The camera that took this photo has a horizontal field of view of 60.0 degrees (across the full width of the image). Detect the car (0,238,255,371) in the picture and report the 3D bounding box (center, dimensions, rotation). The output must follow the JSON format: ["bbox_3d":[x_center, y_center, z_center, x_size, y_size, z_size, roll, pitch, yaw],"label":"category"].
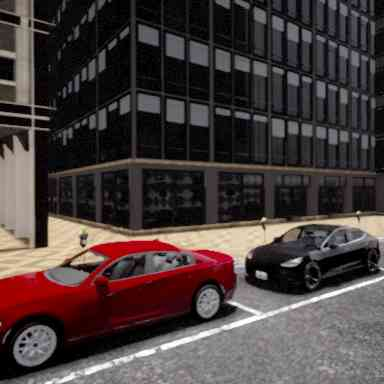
[{"bbox_3d":[-1.250,1.542,5.673,4.507,1.381,1.887,0,0,-36],"label":"car"}]

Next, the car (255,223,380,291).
[{"bbox_3d":[3.387,1.556,8.982,4.313,1.339,1.947,0,0,-36],"label":"car"}]
